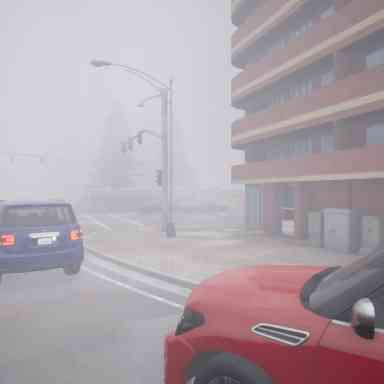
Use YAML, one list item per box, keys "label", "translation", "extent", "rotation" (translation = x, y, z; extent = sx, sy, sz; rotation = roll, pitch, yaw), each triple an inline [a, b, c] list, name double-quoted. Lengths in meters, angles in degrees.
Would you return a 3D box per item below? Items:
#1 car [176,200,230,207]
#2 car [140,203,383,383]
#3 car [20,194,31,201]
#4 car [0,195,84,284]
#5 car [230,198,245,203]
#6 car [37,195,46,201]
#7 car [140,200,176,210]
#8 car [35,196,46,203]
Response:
- label: "car"
  translation: [1.105, 1.656, 34.237]
  extent: [4.718, 1.301, 1.895]
  rotation: [0, 0, -23]
- label: "car"
  translation: [2.364, 1.221, 2.441]
  extent: [5.566, 2.045, 2.150]
  rotation: [0, 0, 36]
- label: "car"
  translation: [-40.464, 1.355, 81.017]
  extent: [2.097, 1.767, 4.553]
  rotation: [0, 0, -23]
- label: "car"
  translation: [-4.941, 1.221, 9.792]
  extent: [2.150, 2.045, 5.566]
  rotation: [0, 0, -36]
- label: "car"
  translation: [5.172, 1.533, 39.723]
  extent: [5.008, 1.535, 1.882]
  rotation: [0, 0, -23]
- label: "car"
  translation: [-37.290, 1.478, 82.497]
  extent: [1.882, 1.535, 5.008]
  rotation: [0, 0, -23]
- label: "car"
  translation: [-3.352, 1.581, 36.150]
  extent: [4.674, 1.442, 1.812]
  rotation: [0, 0, -23]
- label: "car"
  translation: [-33.261, 1.540, 73.024]
  extent: [2.033, 1.411, 5.357]
  rotation: [0, 0, -23]
